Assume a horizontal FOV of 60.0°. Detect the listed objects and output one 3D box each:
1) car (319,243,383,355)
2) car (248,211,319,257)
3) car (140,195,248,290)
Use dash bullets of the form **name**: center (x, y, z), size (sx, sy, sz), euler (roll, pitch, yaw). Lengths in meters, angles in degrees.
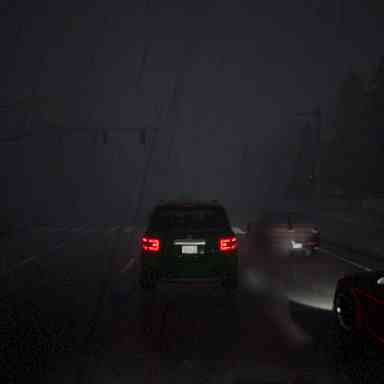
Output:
- **car**: center (3.424, 1.564, 4.064), size (1.994, 1.385, 4.181), euler (0, 0, -1)
- **car**: center (3.333, 1.491, 12.972), size (2.128, 1.511, 4.902), euler (0, 0, 0)
- **car**: center (-0.100, 1.221, 9.215), size (2.150, 2.045, 5.566), euler (0, 0, -1)
